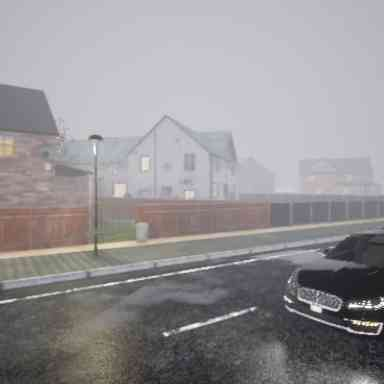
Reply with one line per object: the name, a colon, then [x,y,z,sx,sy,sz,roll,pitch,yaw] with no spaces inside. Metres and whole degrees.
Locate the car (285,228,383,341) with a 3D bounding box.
car: [3.854,1.517,6.441,4.892,1.490,1.837,0,0,-36]
